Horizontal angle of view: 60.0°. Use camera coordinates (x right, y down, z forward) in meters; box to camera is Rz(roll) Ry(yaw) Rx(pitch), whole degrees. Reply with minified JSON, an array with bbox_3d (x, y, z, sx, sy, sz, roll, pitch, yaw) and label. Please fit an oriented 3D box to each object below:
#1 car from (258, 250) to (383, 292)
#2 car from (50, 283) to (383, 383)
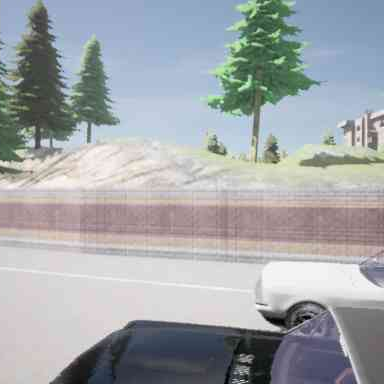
[{"bbox_3d":[3.403,1.600,5.273,4.718,1.301,1.895,0,0,15],"label":"car"},{"bbox_3d":[1.172,1.600,2.257,4.718,1.301,1.895,0,0,16],"label":"car"}]
